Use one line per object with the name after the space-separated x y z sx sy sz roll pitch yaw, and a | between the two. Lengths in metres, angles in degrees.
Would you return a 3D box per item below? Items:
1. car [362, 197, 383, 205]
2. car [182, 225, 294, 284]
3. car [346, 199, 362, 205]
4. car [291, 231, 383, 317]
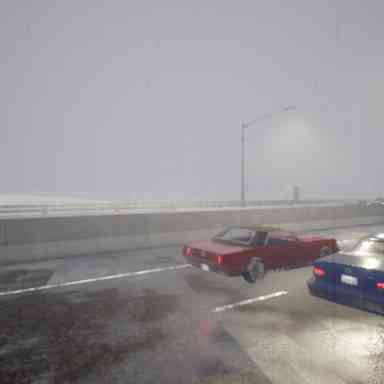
24.006 1.428 41.856 4.553 1.767 2.097 0 0 -34 | car
2.166 1.608 9.607 4.718 1.301 1.895 0 0 -35 | car
22.690 1.641 45.185 4.181 1.385 1.994 0 0 -34 | car
4.756 1.556 7.144 5.357 1.411 2.033 0 0 -35 | car
